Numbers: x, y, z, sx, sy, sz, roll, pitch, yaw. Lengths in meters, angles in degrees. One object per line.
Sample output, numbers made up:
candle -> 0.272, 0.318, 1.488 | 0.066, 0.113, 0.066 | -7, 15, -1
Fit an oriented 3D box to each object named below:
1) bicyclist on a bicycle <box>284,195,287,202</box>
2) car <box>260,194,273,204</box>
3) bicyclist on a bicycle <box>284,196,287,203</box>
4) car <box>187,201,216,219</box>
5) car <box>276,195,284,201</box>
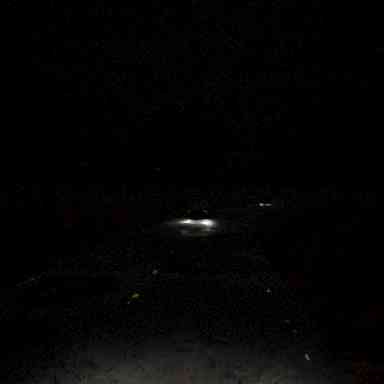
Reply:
bicyclist on a bicycle -> 22.022, 1.612, 78.038 | 0.582, 1.620, 1.656 | 1, 0, 15
car -> 15.420, 1.674, 69.386 | 2.033, 1.411, 5.357 | 1, 0, 20
bicyclist on a bicycle -> 19.362, 1.637, 69.313 | 0.582, 1.620, 1.656 | 1, 0, 19
car -> 0.961, 1.583, 30.524 | 1.882, 1.535, 5.008 | 0, 0, 15
car -> 23.236, 1.539, 87.278 | 2.033, 1.411, 5.357 | 0, 0, 10
